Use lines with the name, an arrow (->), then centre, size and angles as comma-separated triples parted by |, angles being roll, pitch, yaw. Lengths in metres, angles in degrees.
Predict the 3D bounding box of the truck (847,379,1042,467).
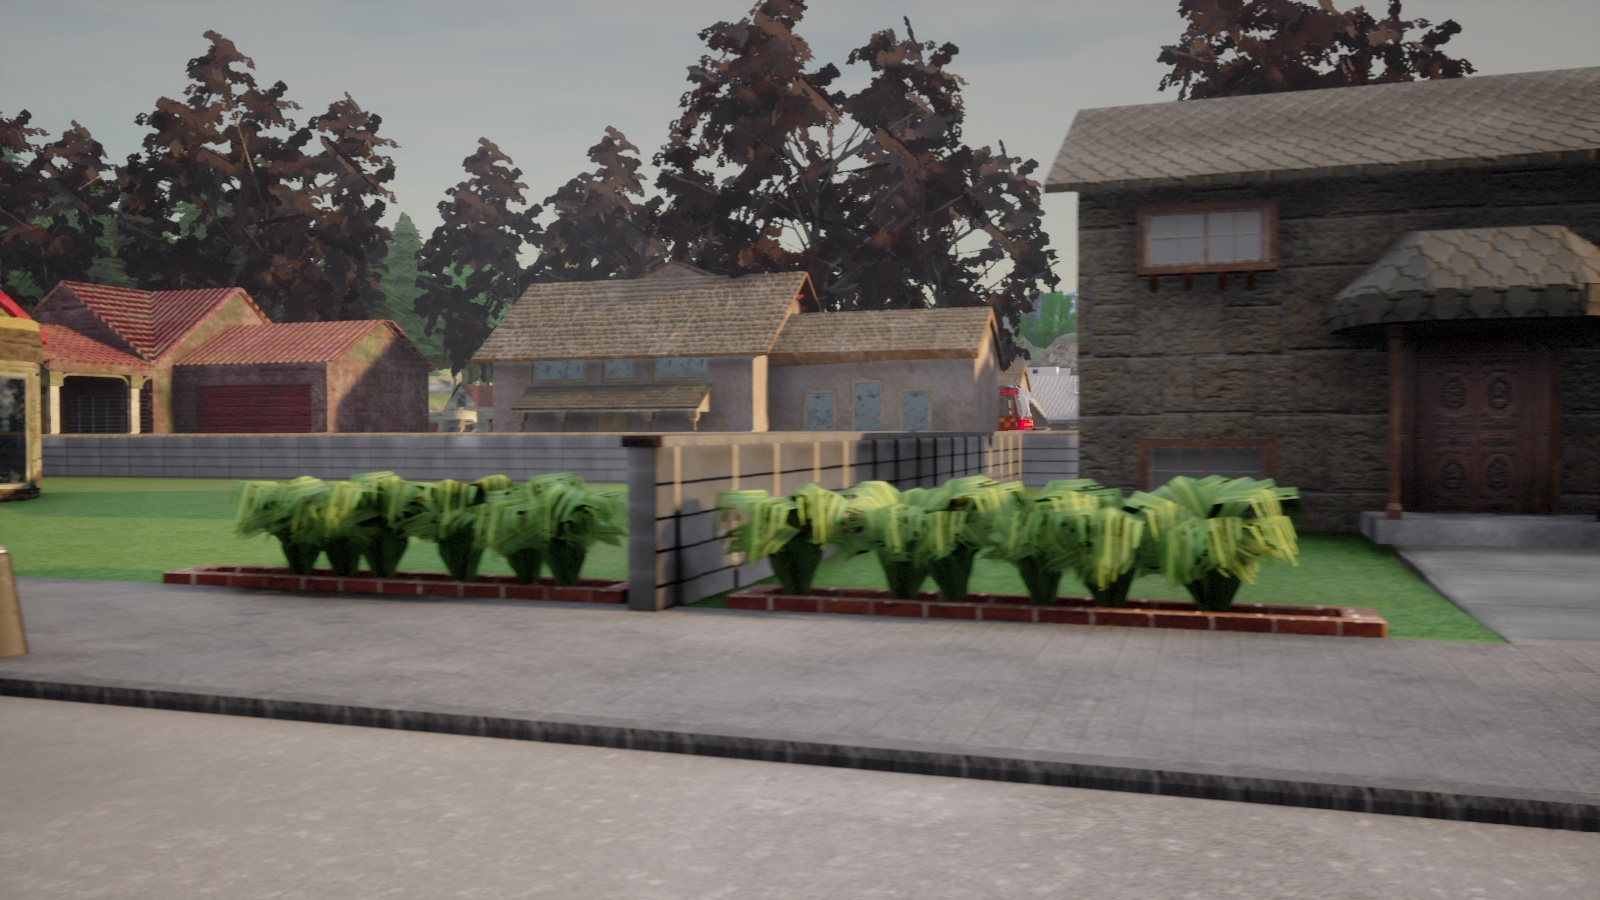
truck -> 6.650, -1.241, 57.914 | 8.468, 3.827, 2.891 | 1, 1, 19
